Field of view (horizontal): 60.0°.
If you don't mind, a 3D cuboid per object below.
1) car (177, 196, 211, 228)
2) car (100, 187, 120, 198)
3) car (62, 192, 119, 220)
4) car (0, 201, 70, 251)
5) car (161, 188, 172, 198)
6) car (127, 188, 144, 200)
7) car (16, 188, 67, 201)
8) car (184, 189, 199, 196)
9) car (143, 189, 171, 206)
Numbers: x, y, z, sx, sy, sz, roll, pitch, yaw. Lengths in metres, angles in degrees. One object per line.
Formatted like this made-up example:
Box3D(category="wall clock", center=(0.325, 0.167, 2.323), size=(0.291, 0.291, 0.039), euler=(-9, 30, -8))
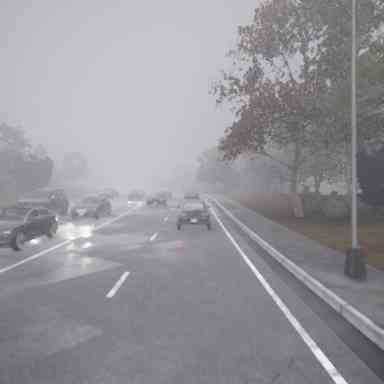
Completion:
Box3D(category="car", center=(0.098, 1.222, 19.436), size=(1.812, 1.442, 4.674), euler=(0, 2, 0))
Box3D(category="car", center=(-10.565, 0.166, 42.742), size=(1.837, 1.490, 4.892), euler=(0, 2, -1))
Box3D(category="car", center=(-7.024, 1.041, 23.600), size=(2.128, 1.511, 4.902), euler=(0, 2, 1))
Box3D(category="car", center=(-7.087, 1.346, 13.548), size=(2.128, 1.511, 4.902), euler=(0, 1, 0))
Box3D(category="car", center=(-3.775, 0.112, 46.858), size=(1.812, 1.442, 4.674), euler=(0, 2, -3))
Box3D(category="car", center=(-7.070, 0.220, 42.828), size=(1.994, 1.385, 4.181), euler=(0, 2, -1))
Box3D(category="car", center=(-10.525, 0.776, 23.453), size=(2.150, 2.045, 5.566), euler=(0, 2, 0))
Box3D(category="car", center=(-0.097, 0.281, 43.807), size=(1.994, 1.385, 4.181), euler=(0, 2, -2))
Box3D(category="car", center=(-3.504, 0.720, 34.034), size=(1.895, 1.301, 4.718), euler=(0, 2, 0))
